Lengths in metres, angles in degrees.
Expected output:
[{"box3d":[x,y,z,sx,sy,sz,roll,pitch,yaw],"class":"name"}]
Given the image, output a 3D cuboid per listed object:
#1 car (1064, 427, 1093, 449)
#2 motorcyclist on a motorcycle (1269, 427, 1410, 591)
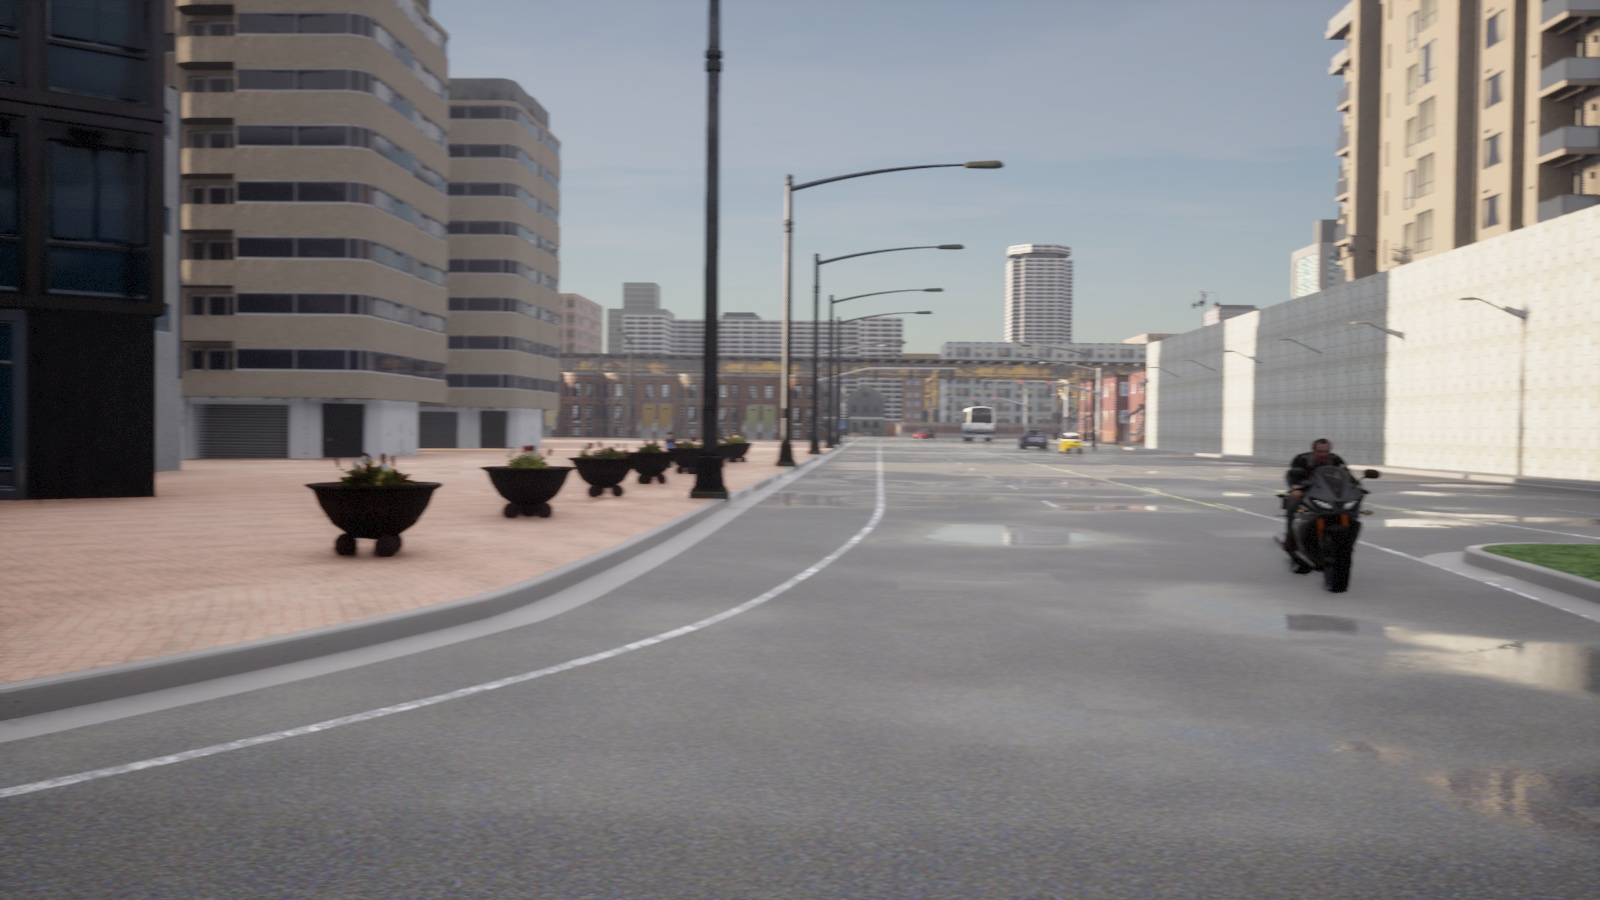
[{"box3d":[17.719,-0.787,80.058,1.481,1.376,2.207,-1,1,4],"class":"car"},{"box3d":[5.497,0.541,12.941,0.866,1.530,2.191,0,1,10],"class":"motorcyclist on a motorcycle"}]
